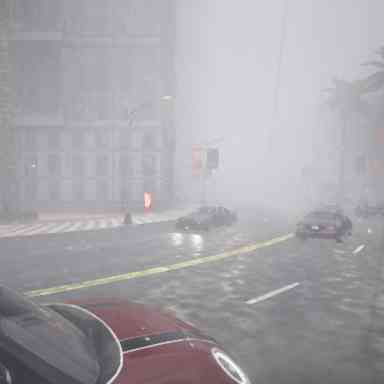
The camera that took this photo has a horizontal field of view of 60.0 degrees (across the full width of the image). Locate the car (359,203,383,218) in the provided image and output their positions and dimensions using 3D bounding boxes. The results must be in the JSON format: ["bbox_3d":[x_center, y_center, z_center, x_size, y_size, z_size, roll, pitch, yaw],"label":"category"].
[{"bbox_3d":[15.962,1.604,29.684,1.895,1.301,4.718,0,0,13],"label":"car"}]

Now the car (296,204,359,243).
[{"bbox_3d":[6.544,1.555,16.177,2.033,1.411,5.357,0,0,32],"label":"car"}]

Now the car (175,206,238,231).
[{"bbox_3d":[1.081,1.587,20.657,2.033,1.411,5.357,0,0,31],"label":"car"}]

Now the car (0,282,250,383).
[{"bbox_3d":[-1.680,1.349,2.080,4.553,1.767,2.097,0,0,-36],"label":"car"}]

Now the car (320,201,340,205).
[{"bbox_3d":[12.551,1.518,30.469,1.812,1.442,4.674,0,0,13],"label":"car"}]
